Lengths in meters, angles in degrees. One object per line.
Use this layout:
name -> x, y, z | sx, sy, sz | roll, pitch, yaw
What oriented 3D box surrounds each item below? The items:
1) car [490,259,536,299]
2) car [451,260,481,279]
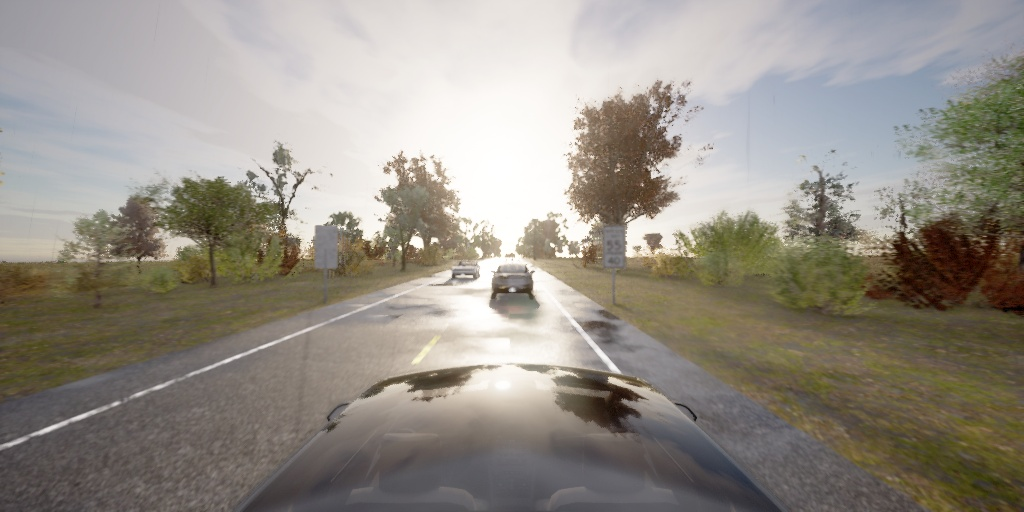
car -> 0.033, 1.057, 16.696 | 1.837, 1.490, 4.892 | 0, 1, 1
car -> -3.512, 1.018, 27.958 | 1.895, 1.301, 4.718 | 0, 1, 0
